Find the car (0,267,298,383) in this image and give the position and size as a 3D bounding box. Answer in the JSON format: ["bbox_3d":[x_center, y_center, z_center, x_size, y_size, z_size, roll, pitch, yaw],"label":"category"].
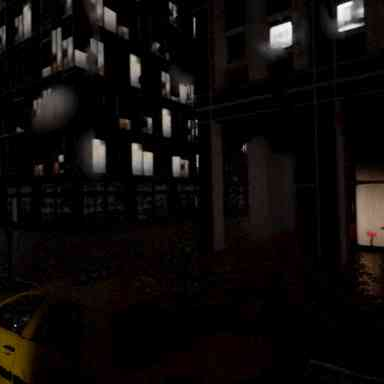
[{"bbox_3d":[-1.326,1.556,3.838,4.829,1.417,1.752,-1,-1,36],"label":"car"}]
